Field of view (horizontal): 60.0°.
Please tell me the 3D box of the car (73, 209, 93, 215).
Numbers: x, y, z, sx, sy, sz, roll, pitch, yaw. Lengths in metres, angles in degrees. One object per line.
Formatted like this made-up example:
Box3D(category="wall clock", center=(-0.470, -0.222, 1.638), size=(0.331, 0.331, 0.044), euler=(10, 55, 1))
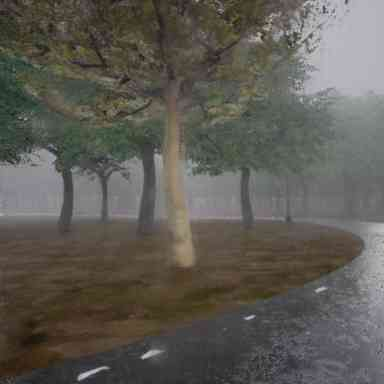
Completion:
Box3D(category="car", center=(-27.598, 5.074, 84.265), size=(4.892, 1.490, 1.837), euler=(0, 0, 9))
